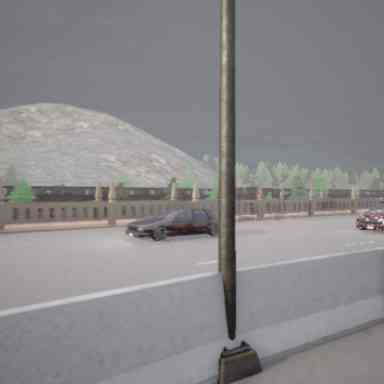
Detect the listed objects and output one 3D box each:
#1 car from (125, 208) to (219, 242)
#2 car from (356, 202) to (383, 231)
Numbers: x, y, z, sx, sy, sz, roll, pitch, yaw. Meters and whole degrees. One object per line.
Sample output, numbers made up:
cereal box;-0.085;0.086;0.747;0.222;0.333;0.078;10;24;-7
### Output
car;-0.417;1.491;16.050;5.357;1.411;2.033;0;0;-32
car;11.549;1.322;19.081;4.553;1.767;2.097;0;0;-31
